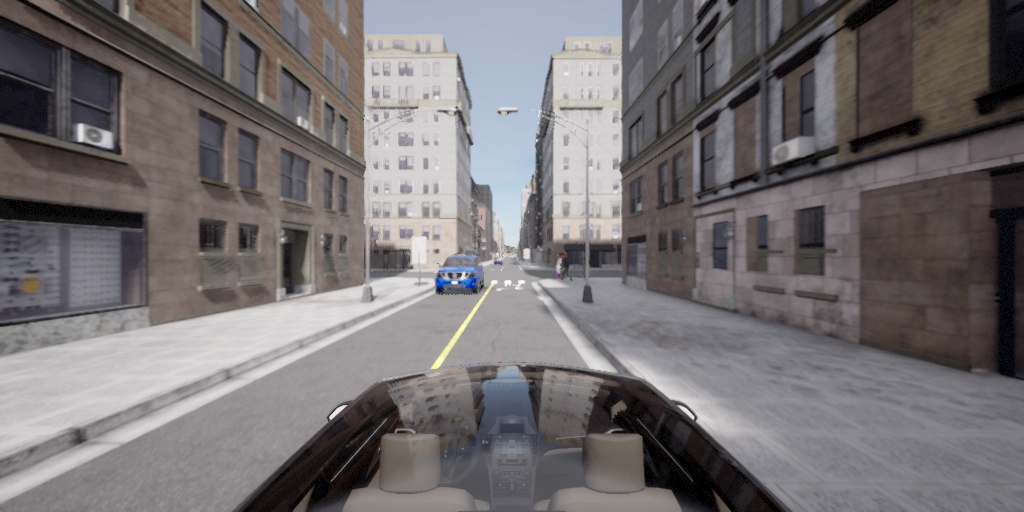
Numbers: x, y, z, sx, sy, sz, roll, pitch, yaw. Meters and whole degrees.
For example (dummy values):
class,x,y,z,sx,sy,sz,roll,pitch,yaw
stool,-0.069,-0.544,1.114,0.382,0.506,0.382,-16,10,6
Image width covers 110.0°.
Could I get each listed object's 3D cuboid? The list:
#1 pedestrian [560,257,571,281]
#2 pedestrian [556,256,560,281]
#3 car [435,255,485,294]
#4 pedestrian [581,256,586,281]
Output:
class,x,y,z,sx,sy,sz,roll,pitch,yaw
pedestrian,3.803,0.882,25.588,0.375,1.860,0.375,0,0,0
pedestrian,3.518,0.882,26.788,0.375,1.860,0.375,0,0,0
car,-2.793,0.967,20.360,2.150,2.045,5.566,0,0,1
pedestrian,5.335,0.882,26.187,0.375,1.860,0.375,0,0,0
